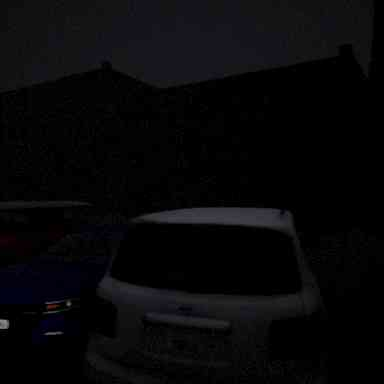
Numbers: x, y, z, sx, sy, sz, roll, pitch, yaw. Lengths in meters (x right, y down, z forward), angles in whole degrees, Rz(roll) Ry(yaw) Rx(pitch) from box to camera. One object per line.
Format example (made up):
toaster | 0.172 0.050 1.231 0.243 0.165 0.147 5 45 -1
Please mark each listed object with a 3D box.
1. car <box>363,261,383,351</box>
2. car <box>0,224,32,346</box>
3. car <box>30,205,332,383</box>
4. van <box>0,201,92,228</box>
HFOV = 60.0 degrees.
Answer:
car | 3.104 1.488 3.204 2.097 1.535 5.008 1 0 16
car | -1.787 1.453 6.698 2.097 1.535 5.008 1 0 16
car | 0.663 1.220 4.978 2.435 2.045 5.566 0 -1 15
van | -4.260 1.209 8.332 1.878 1.987 4.442 1 0 15
